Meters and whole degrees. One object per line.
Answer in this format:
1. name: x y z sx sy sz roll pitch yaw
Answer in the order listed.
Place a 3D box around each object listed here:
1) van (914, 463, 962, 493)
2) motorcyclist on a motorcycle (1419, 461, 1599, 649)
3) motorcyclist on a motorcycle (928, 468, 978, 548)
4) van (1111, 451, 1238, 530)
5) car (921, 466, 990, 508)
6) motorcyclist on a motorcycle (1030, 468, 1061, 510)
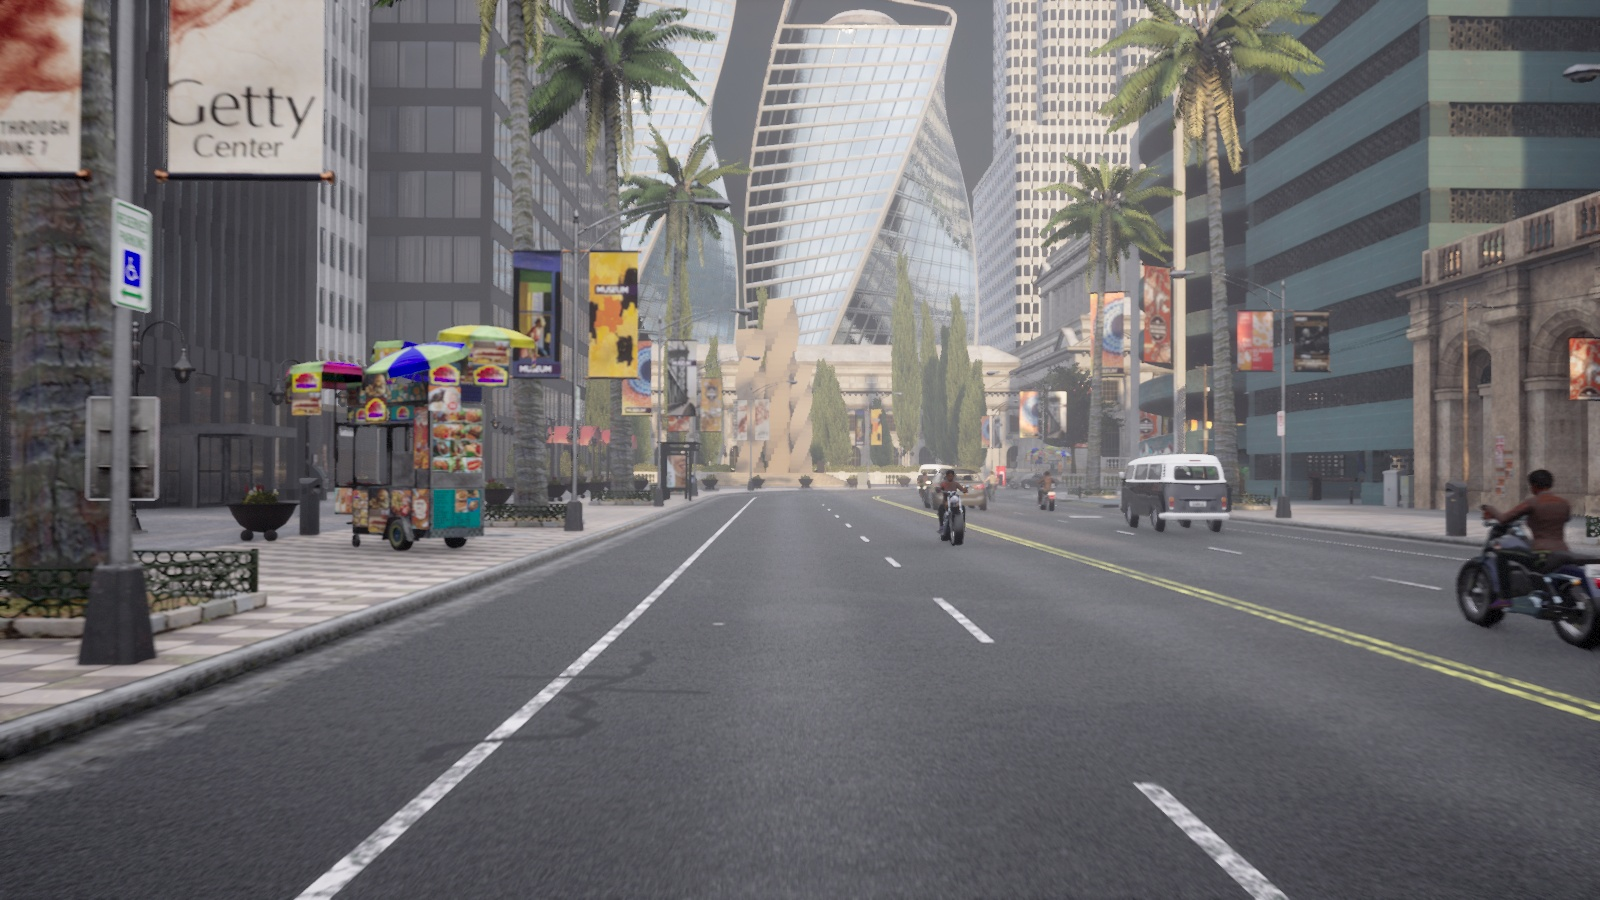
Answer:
1. van: 9.678 1.970 87.871 2.069 2.038 4.480 -1 -1 23
2. motorcyclist on a motorcycle: 6.978 0.941 12.175 0.766 1.649 2.350 0 -1 0
3. motorcyclist on a motorcycle: 3.284 1.206 27.137 0.766 1.649 2.350 0 -1 -1
4. van: 10.181 1.075 34.519 2.069 2.038 4.480 0 -1 -1
5. car: 6.430 1.512 52.479 2.242 1.667 4.611 0 -1 -1
6. motorcyclist on a motorcycle: 9.953 1.578 50.929 0.766 1.649 2.350 0 -1 -1
